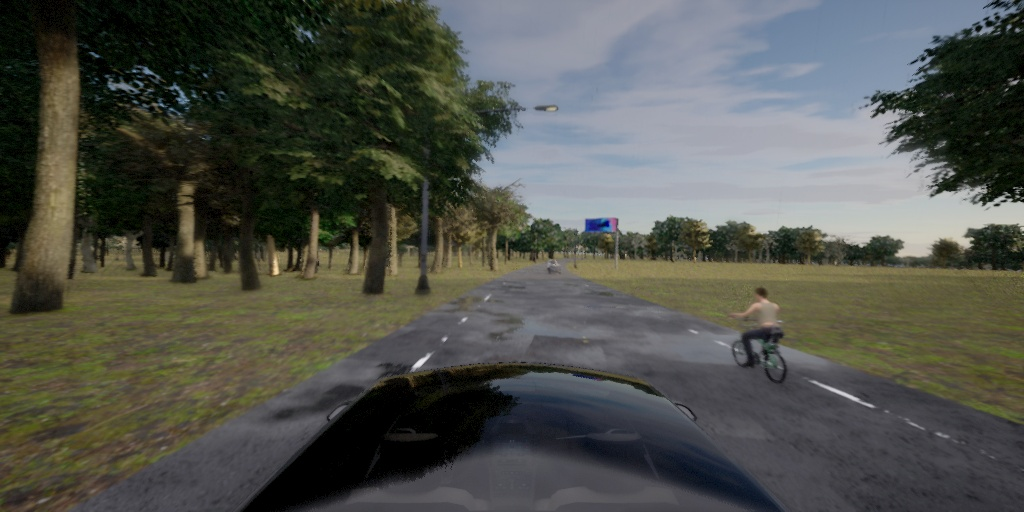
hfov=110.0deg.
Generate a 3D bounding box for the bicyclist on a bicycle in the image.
[{"bbox_3d":[4.502,1.367,6.582,0.866,1.612,1.509,2,-1,2],"label":"bicyclist on a bicycle"}]

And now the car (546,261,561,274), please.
[{"bbox_3d":[6.733,2.007,57.114,2.128,1.511,4.902,2,0,5],"label":"car"}]
